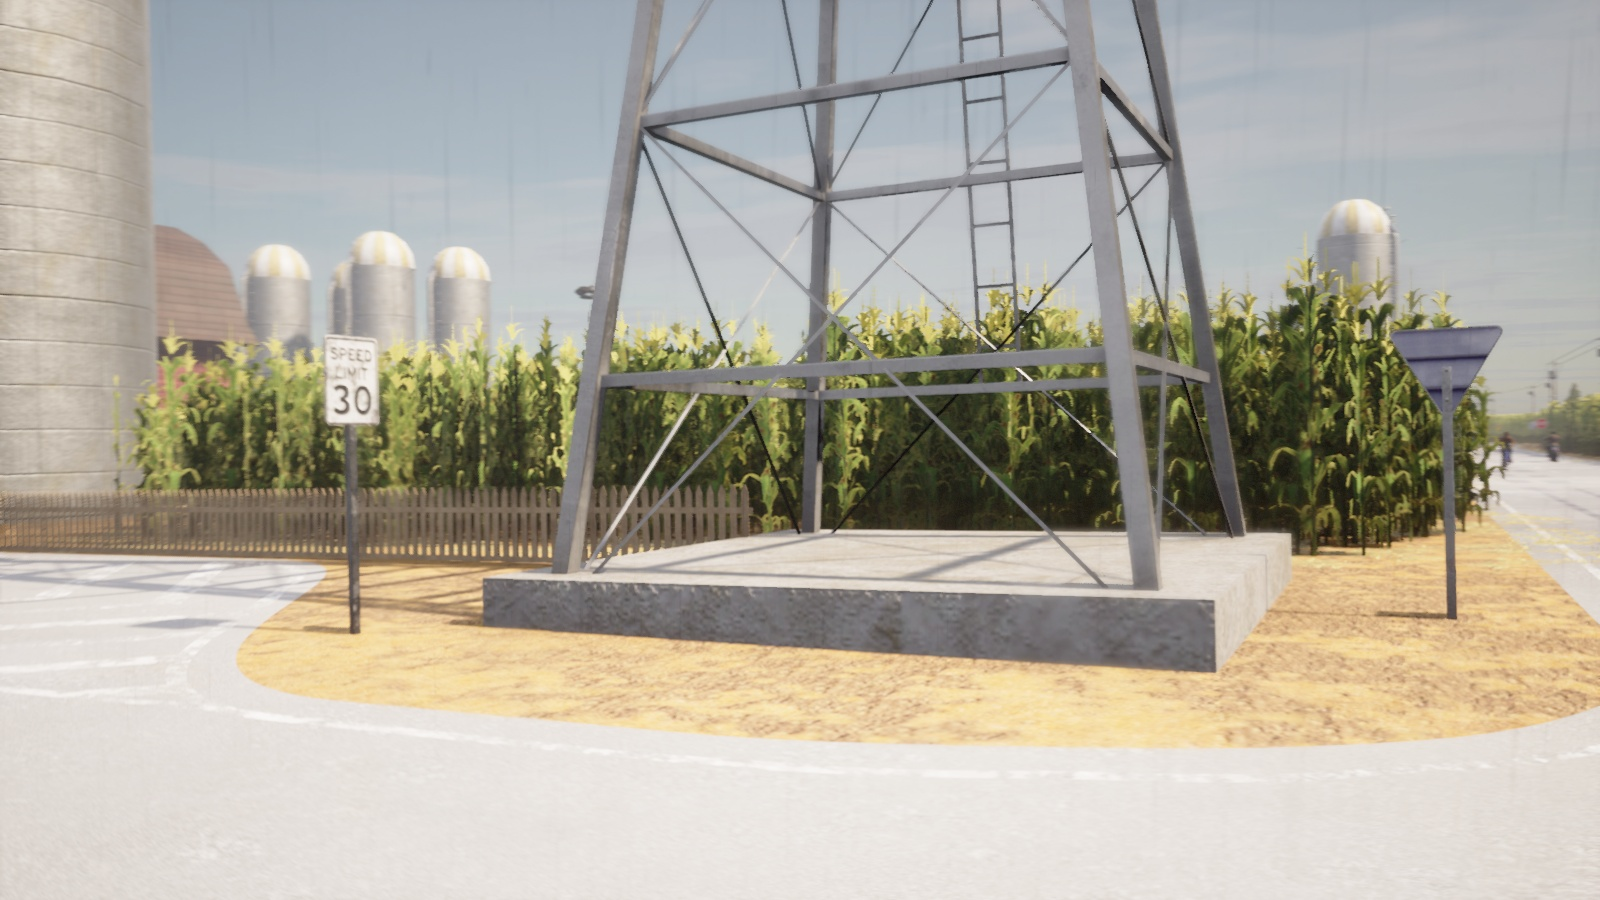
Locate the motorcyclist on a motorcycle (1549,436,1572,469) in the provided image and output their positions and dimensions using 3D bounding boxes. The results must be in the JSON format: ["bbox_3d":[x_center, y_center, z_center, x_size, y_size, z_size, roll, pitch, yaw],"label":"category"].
[{"bbox_3d":[38.871,0.146,64.215,0.766,1.649,2.350,-1,0,26],"label":"motorcyclist on a motorcycle"}]
